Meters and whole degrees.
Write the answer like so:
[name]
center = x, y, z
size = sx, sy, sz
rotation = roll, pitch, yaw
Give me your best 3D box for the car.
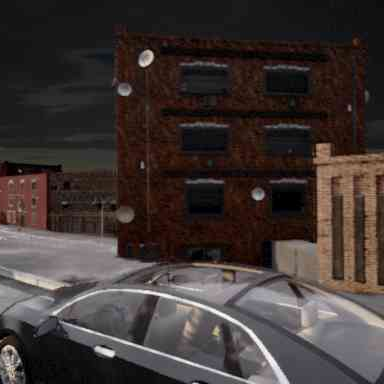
[car]
center = -0.165, 1.481, 3.369
size = 4.892, 1.521, 2.231
rotation = 0, 0, 36
